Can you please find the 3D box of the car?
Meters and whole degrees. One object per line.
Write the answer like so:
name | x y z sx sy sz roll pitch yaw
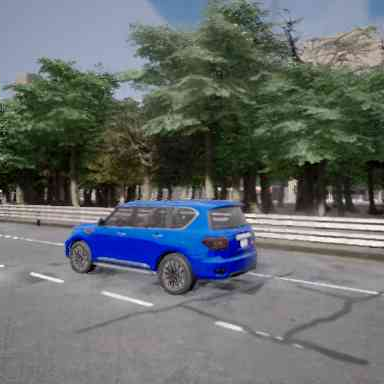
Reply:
car | -1.030 1.225 8.907 5.566 2.045 2.150 0 0 36
